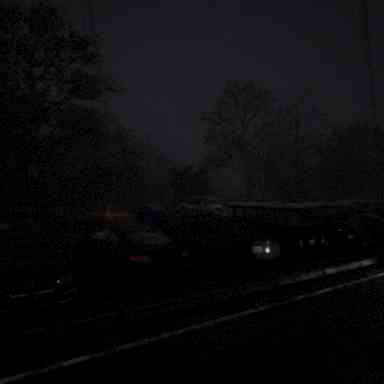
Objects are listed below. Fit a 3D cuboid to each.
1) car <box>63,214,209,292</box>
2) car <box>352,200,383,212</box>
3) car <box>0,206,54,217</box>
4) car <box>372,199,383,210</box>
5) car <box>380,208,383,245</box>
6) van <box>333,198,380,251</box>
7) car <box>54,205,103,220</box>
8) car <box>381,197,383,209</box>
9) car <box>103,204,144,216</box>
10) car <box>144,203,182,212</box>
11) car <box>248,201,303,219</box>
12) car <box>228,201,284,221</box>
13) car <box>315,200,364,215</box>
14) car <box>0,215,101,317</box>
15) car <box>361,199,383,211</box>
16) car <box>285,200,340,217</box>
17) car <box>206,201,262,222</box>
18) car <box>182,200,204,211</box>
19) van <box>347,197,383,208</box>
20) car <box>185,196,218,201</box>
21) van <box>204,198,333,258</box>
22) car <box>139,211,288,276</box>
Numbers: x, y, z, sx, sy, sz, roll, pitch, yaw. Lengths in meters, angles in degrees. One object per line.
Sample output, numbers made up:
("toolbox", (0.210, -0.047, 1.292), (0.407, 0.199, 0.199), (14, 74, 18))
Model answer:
("car", (-1.833, 1.589, 9.263), (2.002, 1.452, 4.674), (1, 0, -36))
("car", (23.867, 1.800, 43.770), (2.002, 1.452, 4.674), (0, 0, -36))
("car", (-9.997, 1.574, 19.542), (2.163, 1.488, 4.792), (1, 0, -36))
("car", (28.380, 1.826, 47.005), (2.002, 1.452, 4.674), (0, 0, -36))
("car", (7.288, 1.623, 15.796), (2.097, 1.535, 5.008), (0, 0, -36))
("van", (5.072, 1.383, 14.071), (1.878, 1.987, 4.442), (0, 0, -36))
("car", (-7.701, 1.600, 21.116), (2.163, 1.488, 4.792), (1, 0, -36))
("car", (30.617, 1.674, 48.650), (2.185, 1.767, 4.553), (0, 0, -36))
("car", (-5.573, 1.585, 22.905), (1.946, 1.575, 5.366), (0, 0, -36))
("car", (-3.205, 1.606, 24.368), (2.097, 1.535, 5.008), (0, 0, -36))
("car", (8.071, 1.672, 32.462), (2.231, 1.521, 4.892), (0, 0, -36))
("car", (5.815, 1.659, 30.844), (2.097, 1.535, 5.008), (0, 0, -36))
("car", (17.115, 1.751, 38.900), (2.163, 1.488, 4.792), (0, 0, -36))
("car", (-4.117, 1.523, 7.637), (2.231, 1.521, 4.892), (1, 0, -36))
("car", (26.126, 1.772, 45.387), (2.097, 1.535, 5.008), (0, 0, -36))
("car", (12.694, 1.693, 35.539), (1.946, 1.575, 5.366), (0, 0, -36))
("car", (3.559, 1.646, 29.227), (2.097, 1.535, 5.008), (0, 0, -36))
("car", (-0.946, 1.622, 25.985), (2.231, 1.521, 4.892), (0, 0, -36))
("van", (9.497, 1.410, 17.529), (1.878, 1.987, 4.442), (0, 0, -36))
("car", (1.323, 1.382, 27.584), (2.435, 2.045, 5.566), (0, 0, -36))
("van", (2.659, 1.366, 12.629), (1.878, 1.987, 4.442), (0, 0, -36))
("car", (0.431, 1.603, 10.924), (2.163, 1.488, 4.792), (0, 0, -36))
